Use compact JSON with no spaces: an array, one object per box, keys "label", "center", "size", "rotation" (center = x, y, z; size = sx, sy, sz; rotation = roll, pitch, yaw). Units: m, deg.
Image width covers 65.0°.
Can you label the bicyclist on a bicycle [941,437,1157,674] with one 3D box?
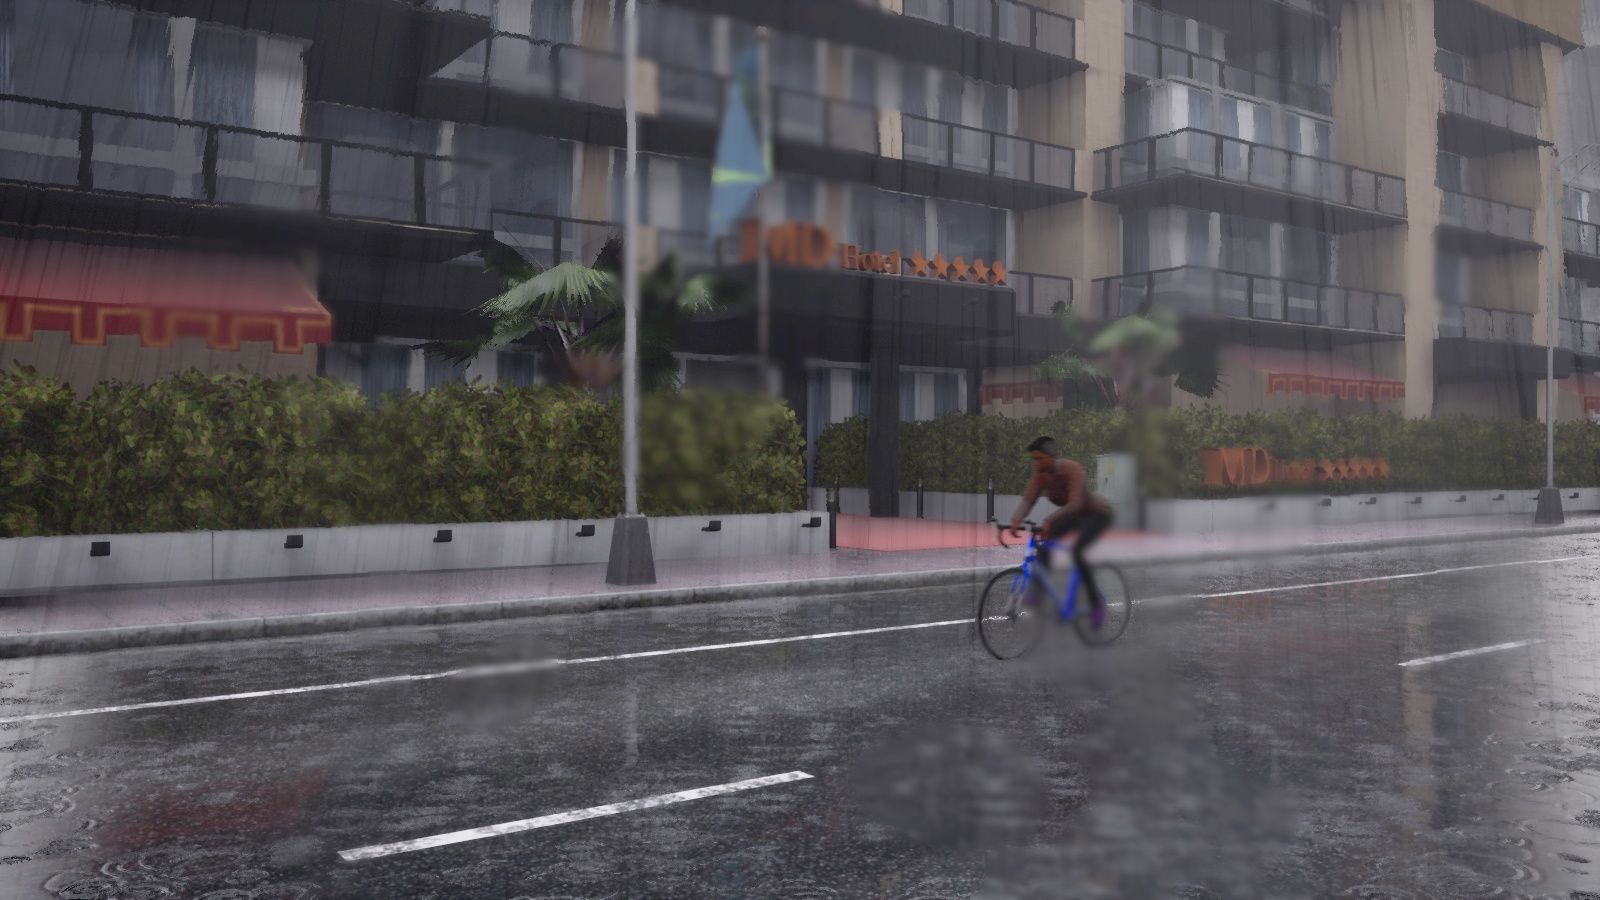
[{"label":"bicyclist on a bicycle","center":[1.864,0.716,9.293],"size":[1.656,1.620,0.582],"rotation":[0,0,-36]}]
